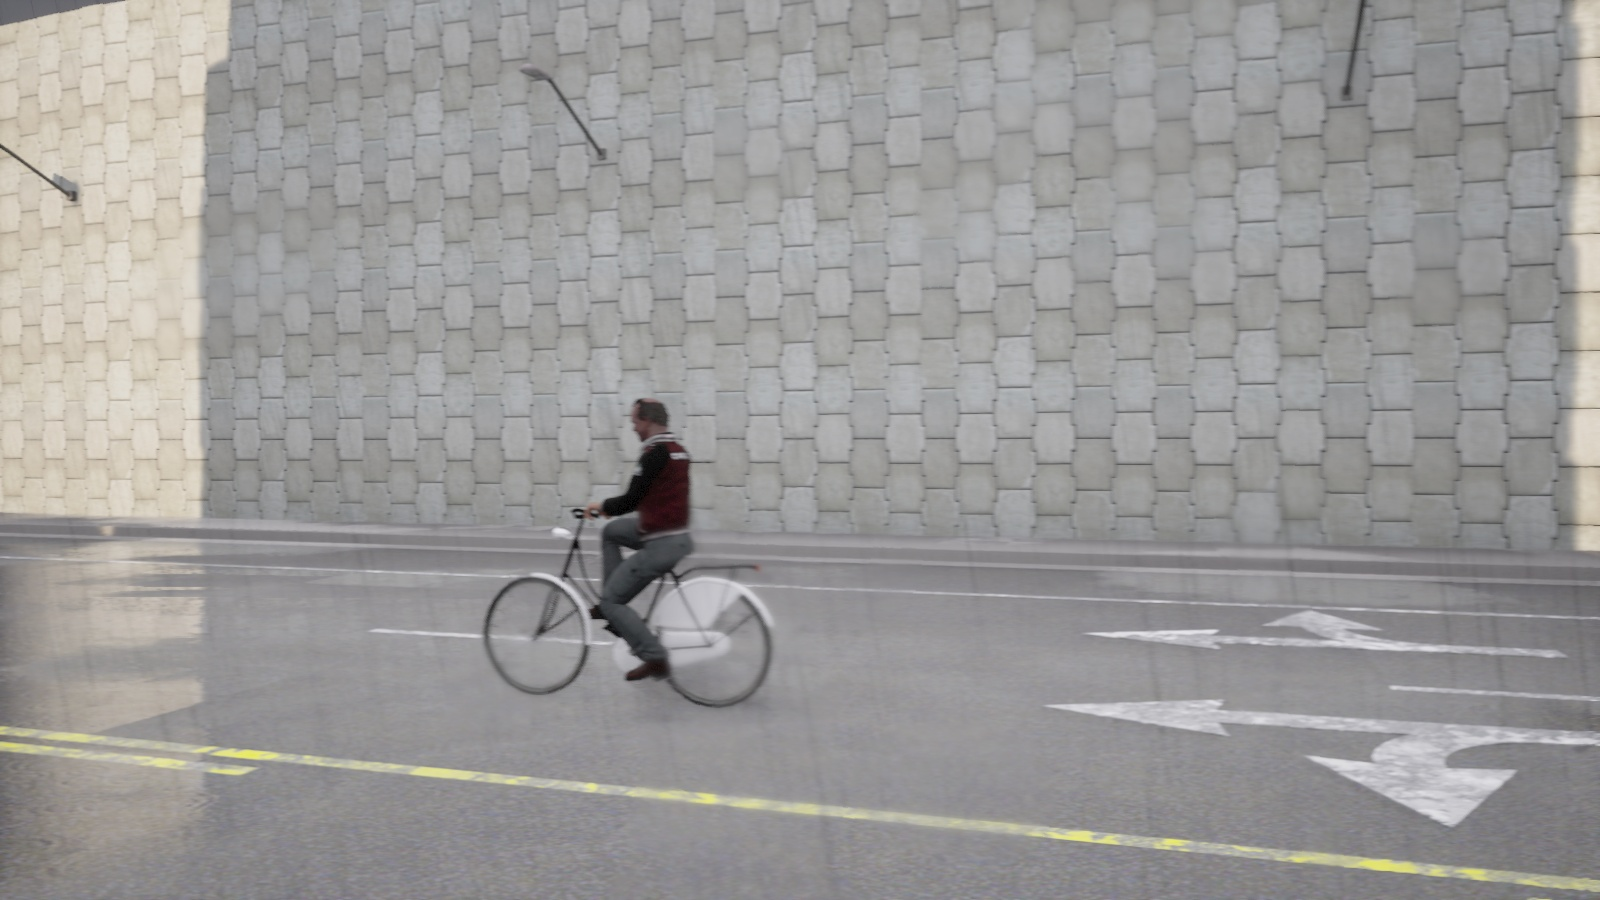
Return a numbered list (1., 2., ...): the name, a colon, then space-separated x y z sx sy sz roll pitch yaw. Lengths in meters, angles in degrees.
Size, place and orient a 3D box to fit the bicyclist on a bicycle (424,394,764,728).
1. bicyclist on a bicycle: -1.192 0.576 7.285 1.843 1.776 0.659 1 1 19
